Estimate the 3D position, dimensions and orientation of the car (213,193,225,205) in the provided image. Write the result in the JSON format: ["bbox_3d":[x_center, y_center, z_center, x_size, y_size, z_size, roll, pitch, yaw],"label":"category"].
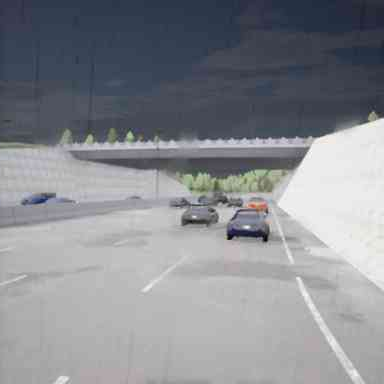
[{"bbox_3d":[4.828,1.159,58.466,2.150,2.045,5.566,0,0,12],"label":"car"}]

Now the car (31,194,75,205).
[{"bbox_3d":[-14.600,1.339,35.945,1.882,1.535,5.008,0,0,13],"label":"car"}]

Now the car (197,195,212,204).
[{"bbox_3d":[2.445,1.394,63.479,1.882,1.535,5.008,0,-1,13],"label":"car"}]

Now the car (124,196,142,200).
[{"bbox_3d":[-9.945,1.355,56.518,2.128,1.511,4.902,0,0,13],"label":"car"}]

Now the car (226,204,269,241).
[{"bbox_3d":[2.897,1.554,16.911,1.994,1.385,4.181,0,0,12],"label":"car"}]

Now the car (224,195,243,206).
[{"bbox_3d":[6.512,1.453,49.426,2.128,1.511,4.902,0,0,12],"label":"car"}]

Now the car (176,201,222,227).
[{"bbox_3d":[0.603,1.532,22.746,1.994,1.385,4.181,0,0,12],"label":"car"}]

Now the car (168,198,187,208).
[{"bbox_3d":[-1.681,1.469,44.805,2.033,1.411,5.357,0,0,12],"label":"car"}]

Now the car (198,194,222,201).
[{"bbox_3d":[2.567,1.432,48.264,2.128,1.511,4.902,0,0,12],"label":"car"}]

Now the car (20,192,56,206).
[{"bbox_3d":[-19.999,1.041,43.906,2.150,2.045,5.566,0,0,13],"label":"car"}]

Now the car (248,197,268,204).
[{"bbox_3d":[7.016,1.337,35.510,2.097,1.767,4.553,0,0,12],"label":"car"}]
